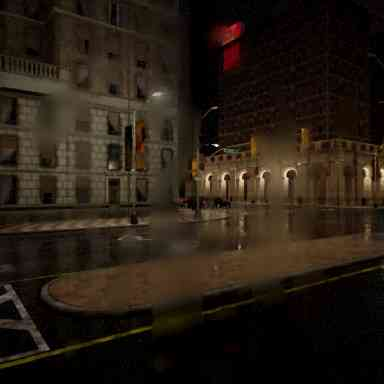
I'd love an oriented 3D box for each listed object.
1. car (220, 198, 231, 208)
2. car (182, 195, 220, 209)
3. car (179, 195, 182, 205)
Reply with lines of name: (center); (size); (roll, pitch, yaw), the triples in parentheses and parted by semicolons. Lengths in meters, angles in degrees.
car: (3.475, 1.478, 47.786); (1.882, 1.535, 5.008); (0, 0, -36)
car: (1.180, 1.352, 44.981); (2.097, 1.767, 4.553); (0, 0, -35)
car: (-2.273, 1.352, 55.881); (2.097, 1.767, 4.553); (0, 0, -35)
